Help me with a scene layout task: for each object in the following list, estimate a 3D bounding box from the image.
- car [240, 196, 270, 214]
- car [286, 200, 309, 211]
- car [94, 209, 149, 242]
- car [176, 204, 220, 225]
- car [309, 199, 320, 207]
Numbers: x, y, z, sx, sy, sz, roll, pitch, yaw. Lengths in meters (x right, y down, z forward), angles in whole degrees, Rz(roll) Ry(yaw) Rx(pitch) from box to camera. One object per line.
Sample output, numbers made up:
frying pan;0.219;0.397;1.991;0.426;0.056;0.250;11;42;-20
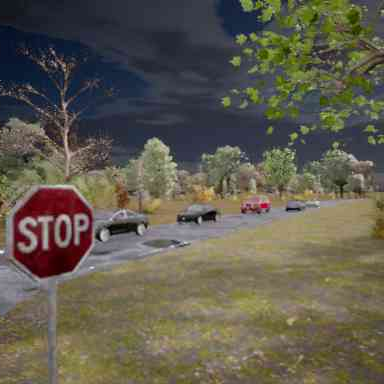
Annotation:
car;7.551;1.491;39.247;2.150;2.045;5.566;-1;-1;29
car;13.725;1.801;43.845;1.994;1.385;4.181;-1;-1;29
car;-4.292;1.691;17.815;2.128;1.511;4.902;-1;-1;29
car;0.575;1.706;26.634;1.882;1.535;5.008;-1;-1;29
car;20.035;1.869;55.279;1.895;1.301;4.718;-1;-1;28
